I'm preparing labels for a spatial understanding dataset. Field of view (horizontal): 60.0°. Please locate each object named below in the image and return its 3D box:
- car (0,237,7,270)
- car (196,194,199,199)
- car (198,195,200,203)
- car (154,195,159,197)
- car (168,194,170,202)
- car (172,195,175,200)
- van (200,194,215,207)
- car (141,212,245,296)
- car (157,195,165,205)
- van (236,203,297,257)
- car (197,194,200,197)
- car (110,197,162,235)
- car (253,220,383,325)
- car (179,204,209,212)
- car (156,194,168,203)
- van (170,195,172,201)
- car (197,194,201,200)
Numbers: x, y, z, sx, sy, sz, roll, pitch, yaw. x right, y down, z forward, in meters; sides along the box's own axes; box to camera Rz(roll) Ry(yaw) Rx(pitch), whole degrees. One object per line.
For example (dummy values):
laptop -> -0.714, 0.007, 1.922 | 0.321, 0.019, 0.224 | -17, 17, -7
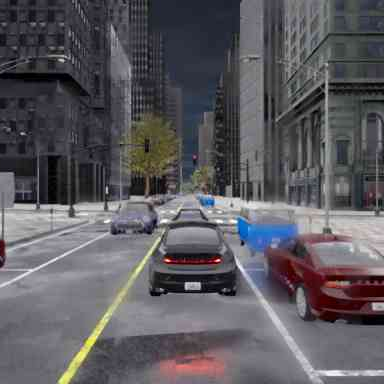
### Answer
car -> -5.810, 1.545, 7.083 | 1.887, 1.381, 4.507 | 0, 0, 0
car -> 2.413, 1.595, 72.269 | 2.008, 1.369, 4.403 | 0, 0, 0
car -> 2.493, 1.592, 56.029 | 1.947, 1.339, 4.313 | 0, 0, 0
car -> -5.985, 1.543, 45.006 | 1.752, 1.417, 4.829 | 0, 0, 0
car -> -6.083, 1.588, 66.334 | 2.008, 1.369, 4.403 | 0, 0, 0
car -> -6.186, 1.631, 87.489 | 1.947, 1.339, 4.313 | 0, 0, 0
van -> 2.520, 1.362, 50.616 | 1.690, 1.788, 3.998 | 0, 0, 0
car -> 0.021, 1.505, 8.613 | 1.837, 1.490, 4.892 | 0, 0, 0
car -> -6.031, 1.571, 55.756 | 1.887, 1.381, 4.507 | 0, 0, 0
van -> 2.720, 1.342, 12.632 | 1.690, 1.788, 3.998 | 0, 0, 0
car -> 2.440, 1.620, 66.856 | 1.802, 1.307, 4.206 | 0, 0, 0
car -> -3.090, 1.354, 18.611 | 2.097, 1.767, 4.553 | 0, 0, 0
car -> 2.745, 1.545, 7.107 | 1.887, 1.381, 4.507 | 0, 0, 0
car -> -0.075, 1.566, 17.560 | 1.994, 1.385, 4.181 | 0, 0, 0
car -> -6.056, 1.346, 61.046 | 2.192, 1.841, 5.009 | 0, 0, 0
van -> -6.134, 1.391, 76.912 | 1.690, 1.788, 3.998 | 0, 0, 0
car -> 2.466, 1.576, 61.442 | 1.887, 1.381, 4.507 | 0, 0, 0
